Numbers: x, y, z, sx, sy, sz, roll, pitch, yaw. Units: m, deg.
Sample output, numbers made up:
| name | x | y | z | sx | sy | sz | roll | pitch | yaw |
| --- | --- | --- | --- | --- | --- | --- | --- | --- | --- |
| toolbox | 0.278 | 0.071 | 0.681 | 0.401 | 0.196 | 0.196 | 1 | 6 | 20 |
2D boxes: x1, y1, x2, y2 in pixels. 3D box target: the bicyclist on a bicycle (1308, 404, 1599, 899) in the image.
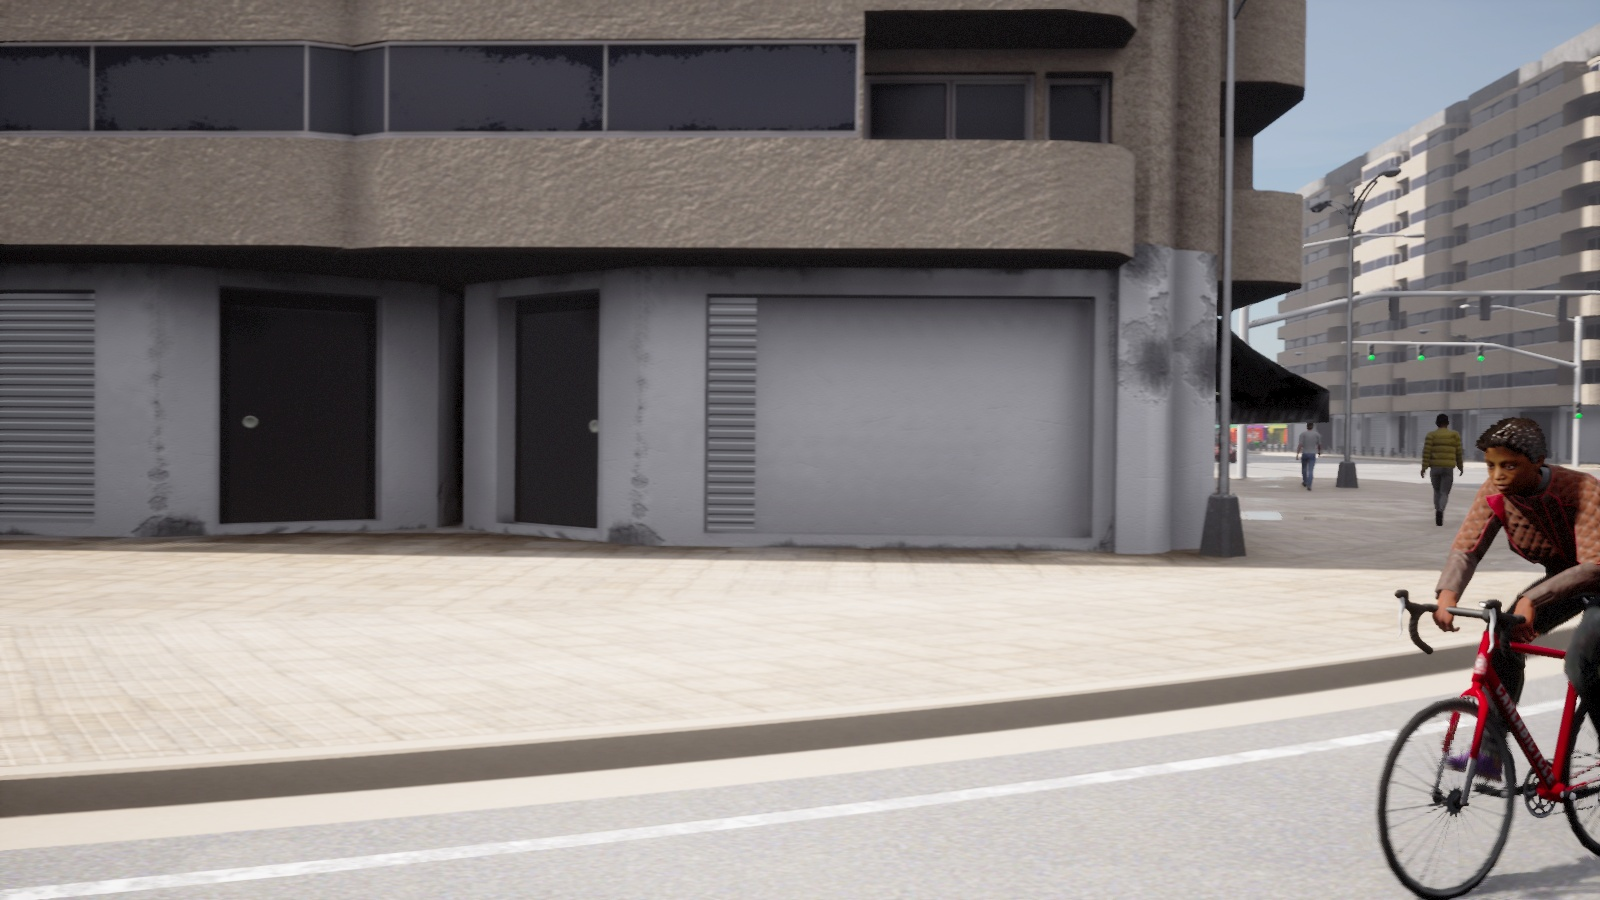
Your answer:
| name | x | y | z | sx | sy | sz | roll | pitch | yaw |
| --- | --- | --- | --- | --- | --- | --- | --- | --- | --- |
| bicyclist on a bicycle | 2.627 | 0.655 | 4.429 | 1.656 | 1.620 | 0.582 | -1 | 1 | -27 |

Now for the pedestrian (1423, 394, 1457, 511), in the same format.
| name | x | y | z | sx | sy | sz | roll | pitch | yaw |
| --- | --- | --- | --- | --- | --- | --- | --- | --- | --- |
| pedestrian | 10.216 | 0.034 | 20.038 | 0.431 | 1.840 | 0.709 | 0 | 1 | 31 |

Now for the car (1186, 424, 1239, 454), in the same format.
| name | x | y | z | sx | sy | sz | roll | pitch | yaw |
| --- | --- | --- | --- | --- | --- | --- | --- | --- | --- |
| car | 23.382 | -0.646 | 71.336 | 1.851 | 1.617 | 3.988 | -1 | 1 | 3 |

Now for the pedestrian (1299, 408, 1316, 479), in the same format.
| name | x | y | z | sx | sy | sz | roll | pitch | yaw |
| --- | --- | --- | --- | --- | --- | --- | --- | --- | --- |
| pedestrian | 13.268 | -0.179 | 32.831 | 0.354 | 1.836 | 0.706 | 0 | 1 | 20 |
